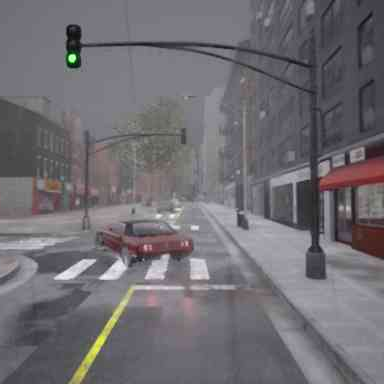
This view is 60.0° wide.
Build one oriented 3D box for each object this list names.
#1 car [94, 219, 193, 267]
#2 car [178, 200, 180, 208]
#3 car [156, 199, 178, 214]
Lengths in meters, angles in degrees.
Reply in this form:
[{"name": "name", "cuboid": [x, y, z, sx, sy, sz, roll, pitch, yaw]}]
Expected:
[{"name": "car", "cuboid": [-1.903, 1.595, 11.584, 1.895, 1.301, 4.718, 0, 0, -31]}, {"name": "car", "cuboid": [-2.827, 1.769, 52.124, 1.812, 1.442, 4.674, 0, -1, 0]}, {"name": "car", "cuboid": [-2.847, 1.610, 36.931, 1.837, 1.490, 4.892, 0, 0, 0]}]
